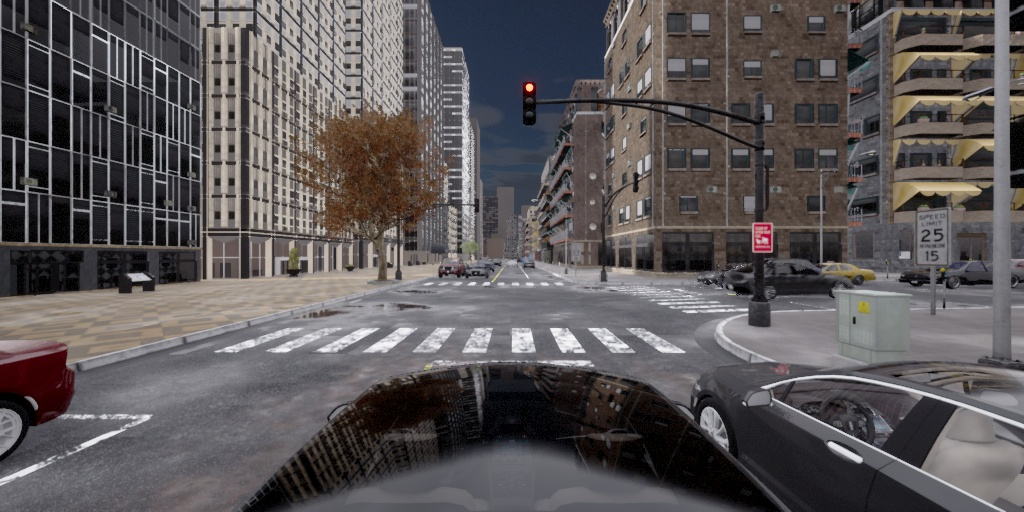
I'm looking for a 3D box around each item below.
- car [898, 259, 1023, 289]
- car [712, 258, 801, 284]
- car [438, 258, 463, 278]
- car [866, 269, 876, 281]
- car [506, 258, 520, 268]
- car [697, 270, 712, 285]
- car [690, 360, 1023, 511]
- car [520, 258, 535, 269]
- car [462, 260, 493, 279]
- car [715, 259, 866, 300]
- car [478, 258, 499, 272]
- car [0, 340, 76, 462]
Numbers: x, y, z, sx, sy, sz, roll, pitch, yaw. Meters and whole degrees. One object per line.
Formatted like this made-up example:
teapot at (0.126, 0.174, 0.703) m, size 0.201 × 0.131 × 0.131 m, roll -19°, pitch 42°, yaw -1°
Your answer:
car at (23.902, 0.947, 18.951) m, size 5.357 × 1.411 × 2.033 m, roll -1°, pitch 0°, yaw -1°
car at (13.520, 0.896, 18.869) m, size 4.553 × 1.767 × 2.097 m, roll -1°, pitch 0°, yaw 0°
car at (-5.696, 1.078, 34.402) m, size 2.192 × 1.841 × 5.009 m, roll 0°, pitch 0°, yaw 0°
car at (18.829, 0.992, 21.489) m, size 4.829 × 1.417 × 1.751 m, roll 0°, pitch 0°, yaw -1°
car at (0.095, 1.316, 63.595) m, size 1.812 × 1.442 × 4.674 m, roll 0°, pitch 0°, yaw 0°
car at (13.432, 1.094, 21.433) m, size 4.403 × 1.370 × 2.007 m, roll 0°, pitch 0°, yaw -1°
car at (2.689, 1.300, 2.016) m, size 2.007 × 1.370 × 4.403 m, roll 0°, pitch 0°, yaw 0°
car at (2.682, 1.347, 56.494) m, size 1.948 × 1.339 × 4.313 m, roll 0°, pitch 0°, yaw 0°
car at (-3.096, 1.326, 32.885) m, size 1.994 × 1.385 × 4.181 m, roll 0°, pitch 0°, yaw 1°
car at (11.992, 1.068, 15.672) m, size 4.892 × 1.490 × 1.837 m, roll -1°, pitch 1°, yaw 1°
car at (-3.106, 1.319, 45.611) m, size 2.033 × 1.411 × 5.357 m, roll 0°, pitch 0°, yaw 0°
car at (-5.692, 1.295, 2.015) m, size 1.888 × 1.381 × 4.507 m, roll 0°, pitch 0°, yaw 0°
